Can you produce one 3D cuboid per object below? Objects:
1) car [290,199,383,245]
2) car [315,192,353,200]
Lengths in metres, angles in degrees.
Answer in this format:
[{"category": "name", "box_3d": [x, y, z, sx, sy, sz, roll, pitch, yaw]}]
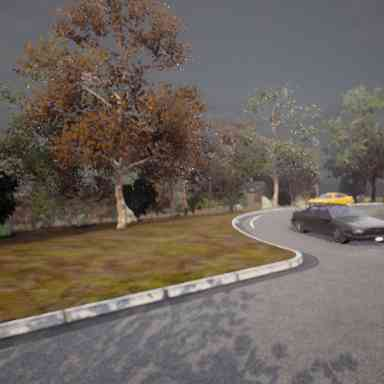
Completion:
[{"category": "car", "box_3d": [6.108, 1.232, 14.245, 2.033, 1.411, 5.357, -1, 1, -9]}, {"category": "car", "box_3d": [12.370, 0.823, 29.811, 5.008, 1.535, 1.882, -2, 0, -34]}]
